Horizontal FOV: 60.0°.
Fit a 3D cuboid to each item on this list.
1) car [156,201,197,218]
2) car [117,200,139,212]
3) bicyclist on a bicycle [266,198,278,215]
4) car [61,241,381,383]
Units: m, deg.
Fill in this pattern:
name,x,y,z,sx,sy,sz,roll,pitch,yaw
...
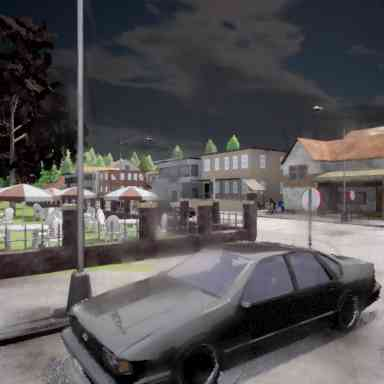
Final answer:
name,x,y,z,sx,sy,sz,roll,pitch,yaw
car,-1.769,1.547,30.146,2.033,1.411,5.357,0,0,-35
car,-7.651,1.352,38.437,2.097,1.767,4.553,0,0,-35
bicyclist on a bicycle,7.603,1.349,31.457,1.656,1.620,0.582,0,0,-35
car,0.904,1.547,5.246,5.357,1.411,2.033,0,0,-35
